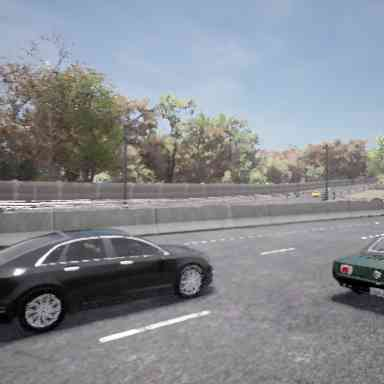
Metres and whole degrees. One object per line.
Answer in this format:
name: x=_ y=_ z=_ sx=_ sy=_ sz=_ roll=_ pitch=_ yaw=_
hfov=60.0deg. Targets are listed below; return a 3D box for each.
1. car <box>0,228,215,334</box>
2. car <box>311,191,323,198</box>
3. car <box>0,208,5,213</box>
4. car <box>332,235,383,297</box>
car: x=-1.742 y=1.506 z=6.801 sx=4.892 sy=1.490 sz=1.837 roll=0 pitch=0 yaw=-35
car: x=29.938 y=0.610 z=79.658 sx=1.882 sy=1.535 sz=5.008 roll=0 pitch=1 yaw=32
car: x=-15.636 y=1.511 z=22.911 sx=4.892 sy=1.490 sz=1.837 roll=1 pitch=0 yaw=-35
car: x=5.320 y=1.602 z=7.541 sx=4.718 sy=1.301 sz=1.895 roll=0 pitch=0 yaw=-35
